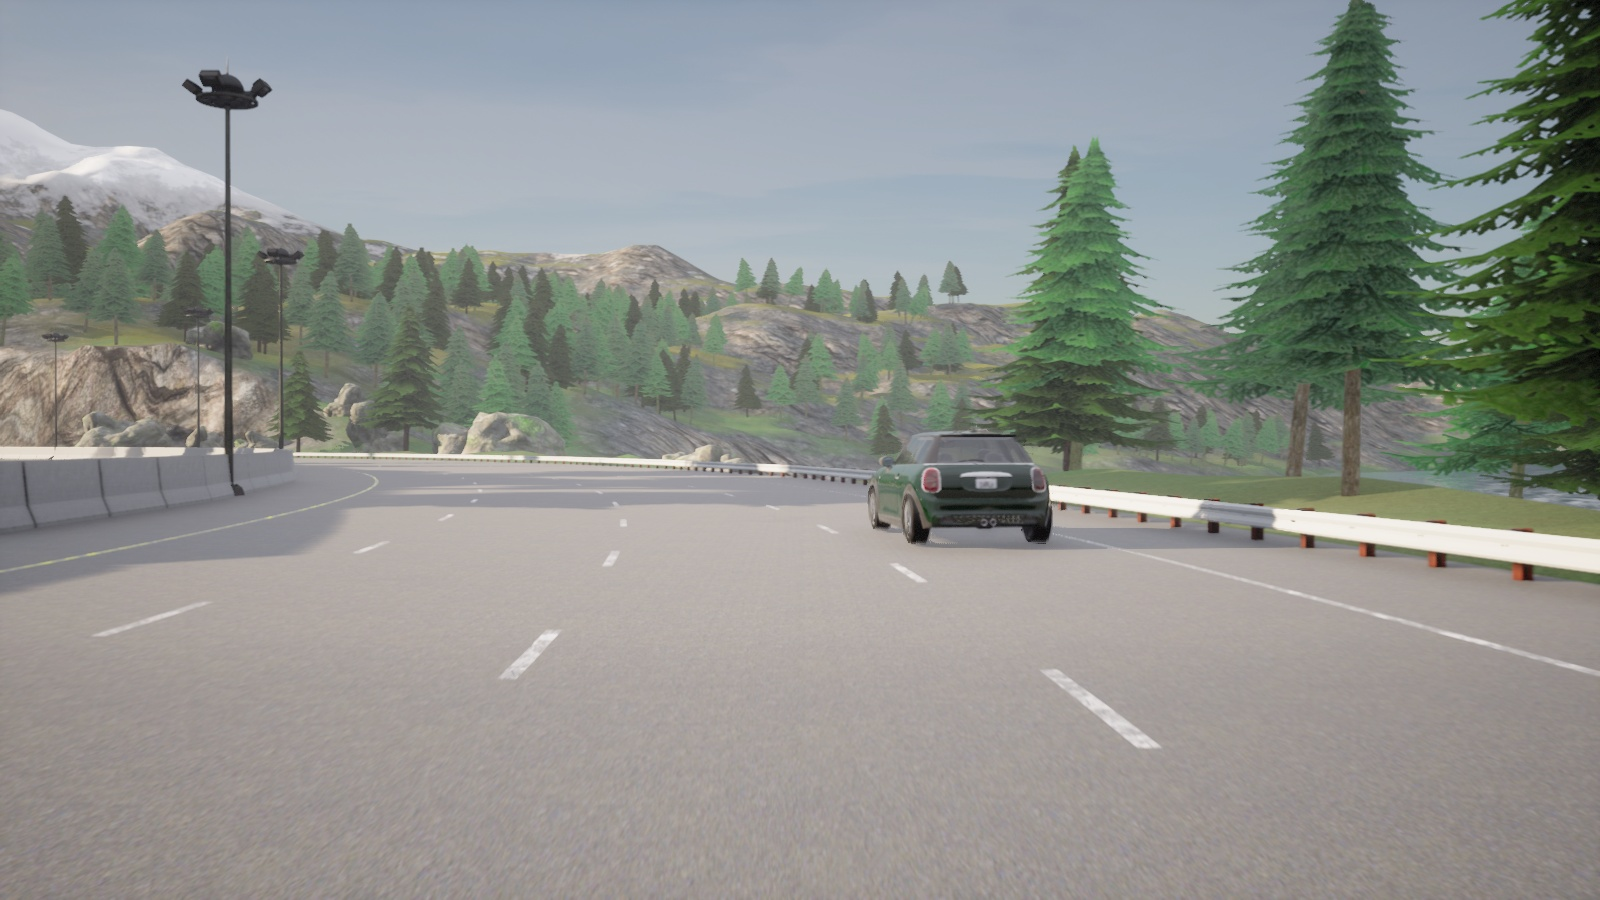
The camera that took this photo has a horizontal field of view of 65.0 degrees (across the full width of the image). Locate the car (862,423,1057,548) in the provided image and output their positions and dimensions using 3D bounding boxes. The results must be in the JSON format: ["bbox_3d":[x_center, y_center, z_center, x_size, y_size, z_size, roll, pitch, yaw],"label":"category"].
[{"bbox_3d":[2.397,0.492,20.215,2.097,1.767,4.553,0,0,-6],"label":"car"}]
